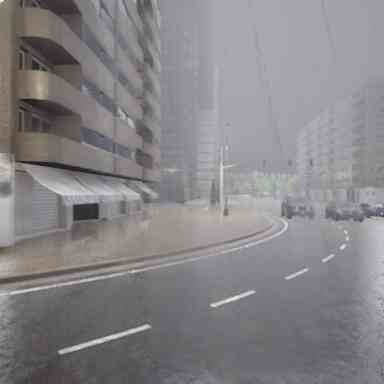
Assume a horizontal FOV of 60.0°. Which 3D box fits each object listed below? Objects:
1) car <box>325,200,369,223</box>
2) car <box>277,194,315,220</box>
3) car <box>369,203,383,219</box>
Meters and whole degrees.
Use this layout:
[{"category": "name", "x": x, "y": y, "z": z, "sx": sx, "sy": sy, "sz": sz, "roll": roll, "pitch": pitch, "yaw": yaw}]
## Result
[{"category": "car", "x": 12.610, "y": 1.536, "z": 27.770, "sx": 2.097, "sy": 1.767, "sz": 4.553, "roll": 0, "pitch": 0, "yaw": 9}, {"category": "car", "x": 9.531, "y": 1.404, "z": 30.355, "sx": 2.150, "sy": 2.045, "sz": 5.566, "roll": 0, "pitch": -1, "yaw": 7}, {"category": "car", "x": 16.905, "y": 1.749, "z": 31.674, "sx": 1.812, "sy": 1.442, "sz": 4.674, "roll": 0, "pitch": 0, "yaw": 4}]
